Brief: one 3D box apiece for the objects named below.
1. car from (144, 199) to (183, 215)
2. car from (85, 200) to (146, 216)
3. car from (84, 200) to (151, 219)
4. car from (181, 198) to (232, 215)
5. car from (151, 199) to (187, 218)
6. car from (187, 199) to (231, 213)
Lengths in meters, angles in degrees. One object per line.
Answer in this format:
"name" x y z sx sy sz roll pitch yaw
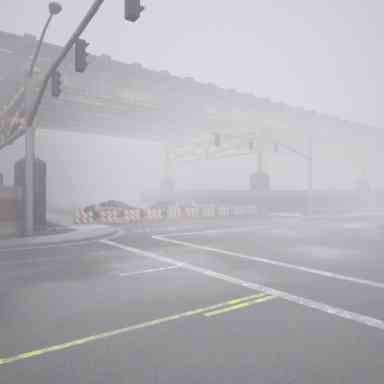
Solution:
"car" -2.496 1.295 30.304 1.853 1.218 4.536 0 0 18
"car" -6.309 1.295 27.578 4.536 1.218 1.853 0 0 8
"car" -6.257 1.453 27.571 4.974 1.542 2.038 0 0 8
"car" 1.400 1.453 34.013 4.974 1.542 2.038 0 0 -7
"car" -2.511 1.453 30.255 2.038 1.542 4.974 0 0 18
"car" 1.349 1.295 34.006 4.536 1.218 1.853 0 0 -7
